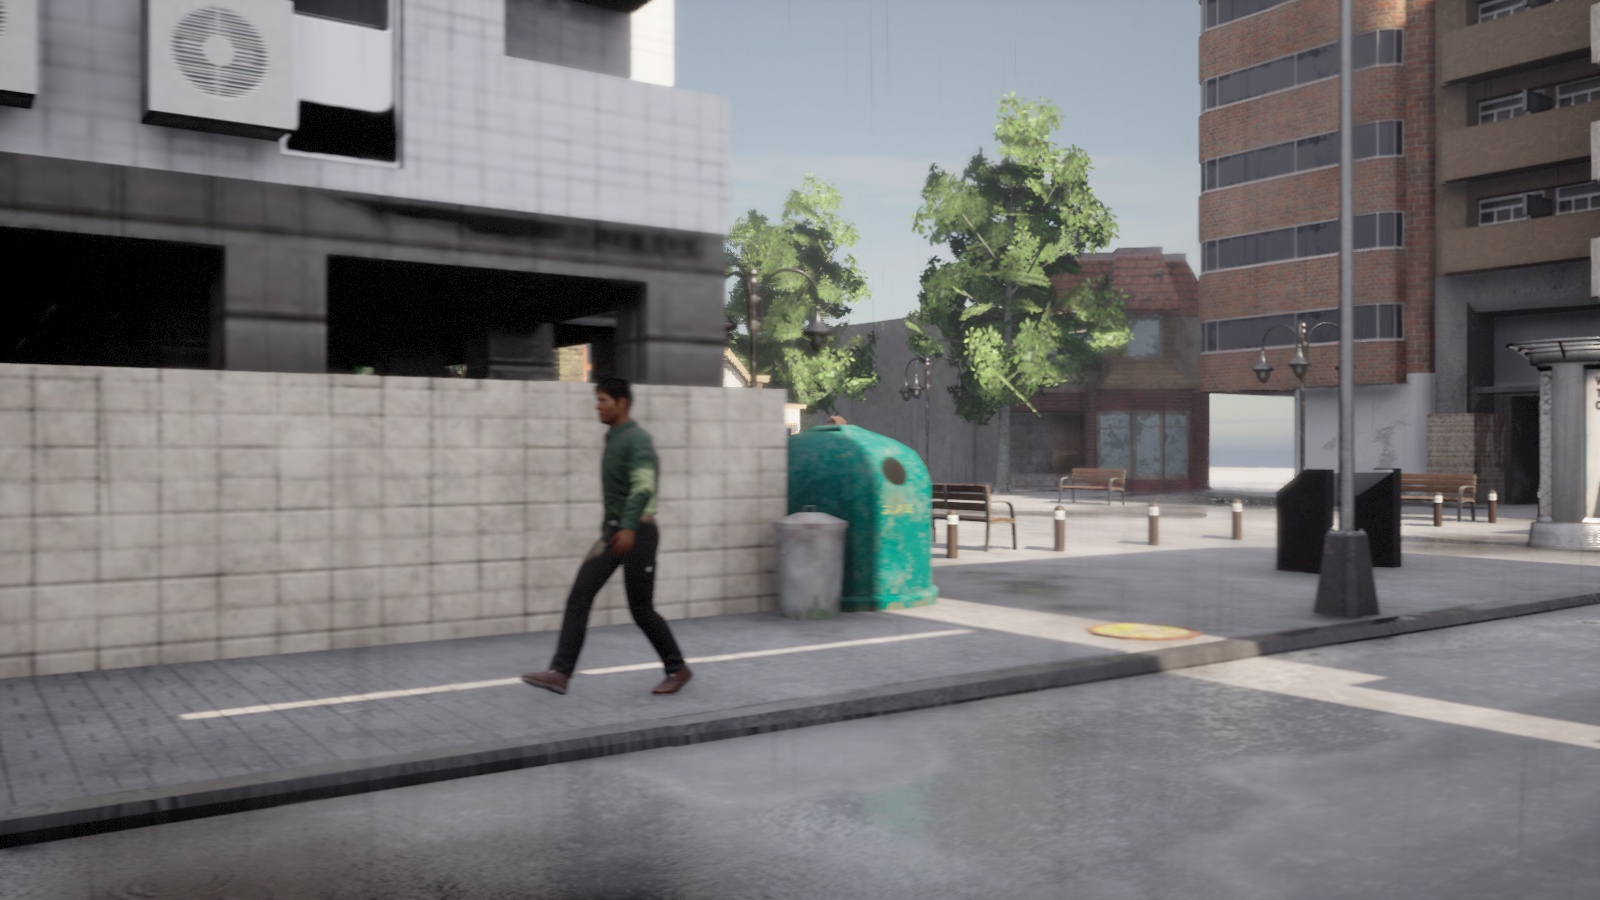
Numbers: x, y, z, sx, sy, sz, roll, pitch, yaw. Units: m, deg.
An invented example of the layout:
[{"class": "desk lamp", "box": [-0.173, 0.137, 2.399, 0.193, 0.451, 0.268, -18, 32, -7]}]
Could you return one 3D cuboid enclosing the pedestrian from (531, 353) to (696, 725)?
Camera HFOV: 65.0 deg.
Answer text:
[{"class": "pedestrian", "box": [-1.032, 0.464, 6.968, 0.788, 1.949, 0.423, 0, 0, -34]}]
